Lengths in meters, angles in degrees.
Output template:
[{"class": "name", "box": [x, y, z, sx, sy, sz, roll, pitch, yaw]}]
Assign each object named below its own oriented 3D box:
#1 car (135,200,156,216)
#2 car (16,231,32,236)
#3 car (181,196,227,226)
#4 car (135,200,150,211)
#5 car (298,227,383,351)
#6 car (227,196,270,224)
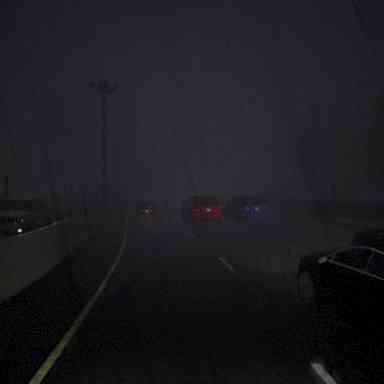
[{"class": "car", "box": [-4.772, 1.598, 34.240, 1.837, 1.490, 4.892, 0, 0, -11]}, {"class": "car", "box": [-8.862, 1.269, 16.889, 2.150, 2.045, 5.566, 0, 0, -10]}, {"class": "car", "box": [0.610, 1.289, 24.466, 2.150, 2.045, 5.566, 0, 0, -10]}, {"class": "car", "box": [-6.688, 1.722, 44.475, 1.895, 1.301, 4.718, 0, 0, -11]}, {"class": "car", "box": [3.258, 1.505, 5.182, 2.128, 1.511, 4.902, 0, 0, -3]}, {"class": "car", "box": [4.000, 1.290, 25.344, 2.150, 2.045, 5.566, 0, 0, -10]}]
